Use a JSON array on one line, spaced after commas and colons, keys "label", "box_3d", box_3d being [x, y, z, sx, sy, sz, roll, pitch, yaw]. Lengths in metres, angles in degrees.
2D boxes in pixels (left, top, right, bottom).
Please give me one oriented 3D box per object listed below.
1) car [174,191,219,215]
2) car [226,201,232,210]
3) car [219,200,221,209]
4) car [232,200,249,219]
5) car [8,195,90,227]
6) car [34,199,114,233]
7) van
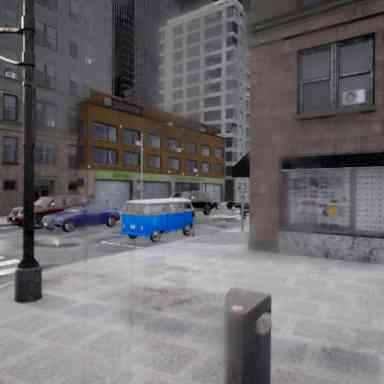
[{"label": "car", "box_3d": [-0.376, 0.921, 27.056, 2.150, 2.045, 5.566, 0, 1, 35]}, {"label": "car", "box_3d": [5.485, 1.175, 35.344, 1.895, 1.301, 4.718, 1, 1, 36]}, {"label": "car", "box_3d": [1.341, 1.163, 34.091, 1.947, 1.339, 4.313, 1, 2, 35]}, {"label": "car", "box_3d": [5.066, 1.278, 24.589, 2.008, 1.369, 4.403, 1, 1, 35]}, {"label": "car", "box_3d": [-8.368, 1.120, 20.343, 2.192, 1.841, 5.009, 1, 1, 35]}, {"label": "car", "box_3d": [-6.145, 1.348, 18.898, 1.812, 1.442, 4.674, 0, 1, 35]}, {"label": "van", "box_3d": [-1.406, 1.206, 15.425, 1.690, 1.788, 3.998, 1, 1, 35]}]
